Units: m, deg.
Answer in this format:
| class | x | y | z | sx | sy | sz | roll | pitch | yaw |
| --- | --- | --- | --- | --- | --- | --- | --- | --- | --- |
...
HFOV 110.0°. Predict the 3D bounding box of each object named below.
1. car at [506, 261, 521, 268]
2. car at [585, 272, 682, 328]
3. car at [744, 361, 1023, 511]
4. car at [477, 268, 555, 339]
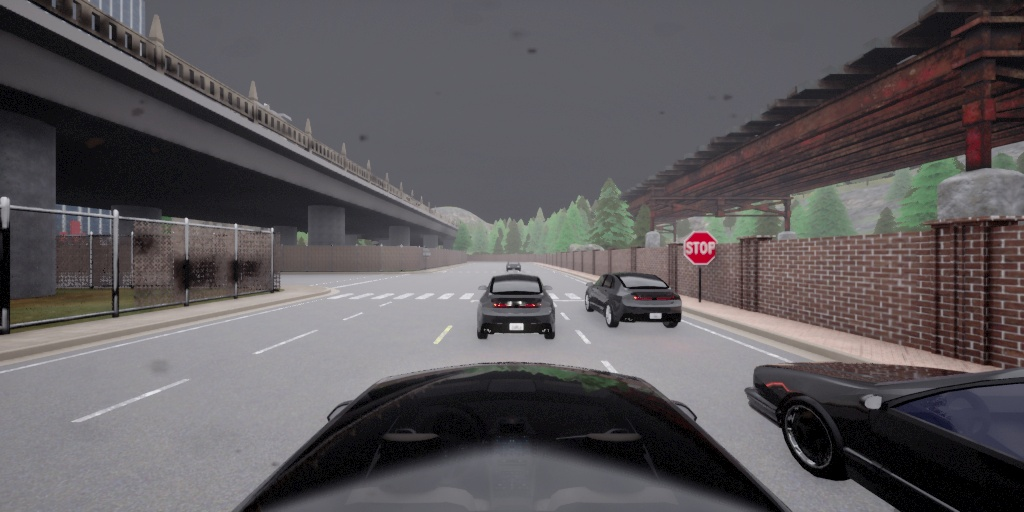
| class | x | y | z | sx | sy | sz | roll | pitch | yaw |
| --- | --- | --- | --- | --- | --- | --- | --- | --- | --- |
| car | 0.184 | 1.351 | 46.316 | 1.895 | 1.301 | 4.718 | 0 | 0 | -1 |
| car | 3.600 | 1.255 | 11.393 | 1.837 | 1.490 | 4.892 | 0 | 0 | 0 |
| car | 3.600 | 1.297 | 1.647 | 2.033 | 1.411 | 5.357 | 0 | 0 | 0 |
| car | 0.099 | 1.255 | 10.034 | 1.837 | 1.490 | 4.892 | 0 | 0 | 0 |
